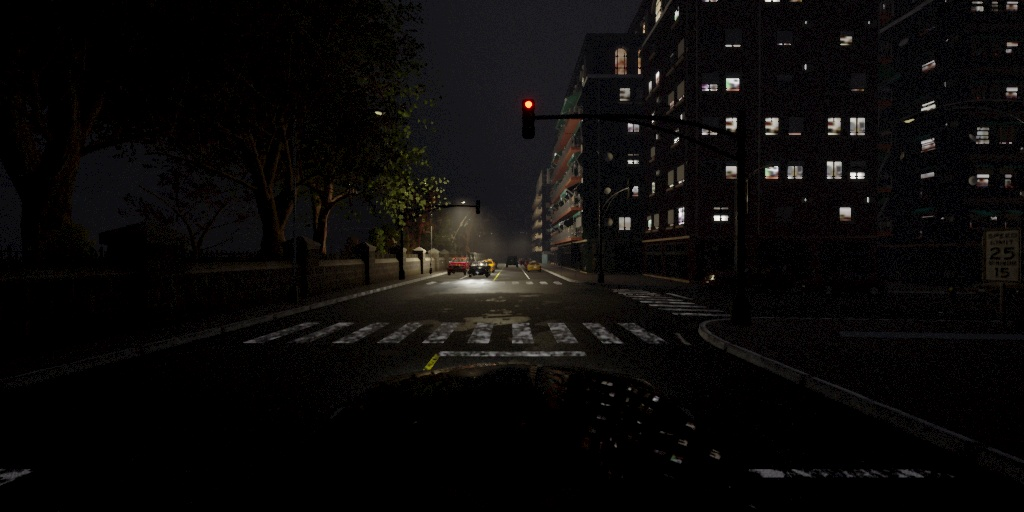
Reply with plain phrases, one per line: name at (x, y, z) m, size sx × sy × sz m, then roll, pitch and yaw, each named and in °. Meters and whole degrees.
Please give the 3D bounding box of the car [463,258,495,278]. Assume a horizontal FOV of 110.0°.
car at (-3.074, 1.245, 34.718) m, size 2.128 × 1.511 × 4.902 m, roll 0°, pitch 0°, yaw 0°

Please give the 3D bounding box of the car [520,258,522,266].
car at (2.711, 1.316, 55.382) m, size 2.007 × 1.370 × 4.403 m, roll 0°, pitch 0°, yaw 0°

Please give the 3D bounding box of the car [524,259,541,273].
car at (2.707, 1.283, 44.481) m, size 1.751 × 1.417 × 4.829 m, roll 0°, pitch 0°, yaw 0°

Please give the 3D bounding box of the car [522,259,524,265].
car at (2.709, 1.306, 49.846) m, size 1.888 × 1.381 × 4.507 m, roll 0°, pitch 0°, yaw 0°

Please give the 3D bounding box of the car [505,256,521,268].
car at (0.025, 0.993, 63.707) m, size 2.150 × 2.045 × 5.566 m, roll 0°, pitch 0°, yaw 0°

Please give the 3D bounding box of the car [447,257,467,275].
car at (-5.675, 1.069, 38.778) m, size 2.192 × 1.841 × 5.009 m, roll 0°, pitch 0°, yaw 0°

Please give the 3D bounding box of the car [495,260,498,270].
car at (-3.074, 1.235, 44.219) m, size 1.882 × 1.535 × 5.008 m, roll 0°, pitch 0°, yaw 0°

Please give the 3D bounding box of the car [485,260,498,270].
car at (-3.068, 1.290, 54.398) m, size 1.812 × 1.442 × 4.674 m, roll 0°, pitch 0°, yaw 0°

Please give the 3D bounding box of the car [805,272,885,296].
car at (20.302, 1.671, 22.202) m, size 4.507 × 1.381 × 1.888 m, roll 0°, pitch 0°, yaw 0°

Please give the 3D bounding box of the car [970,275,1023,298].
car at (31.523, 1.857, 22.233) m, size 4.829 × 1.417 × 1.751 m, roll 0°, pitch 0°, yaw 0°

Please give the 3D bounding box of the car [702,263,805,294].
car at (14.607, 1.338, 22.186) m, size 5.009 × 1.841 × 2.192 m, roll 0°, pitch 0°, yaw 0°
